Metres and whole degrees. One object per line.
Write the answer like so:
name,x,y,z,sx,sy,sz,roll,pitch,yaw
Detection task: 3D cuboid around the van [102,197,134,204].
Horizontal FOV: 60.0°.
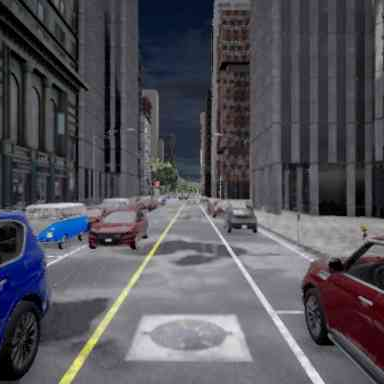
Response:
van,-5.771,1.398,25.134,1.690,1.788,3.998,0,0,0

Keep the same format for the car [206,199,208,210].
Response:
car,2.751,1.664,36.024,1.802,1.307,4.206,0,0,0

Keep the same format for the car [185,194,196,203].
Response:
car,-0.024,1.731,72.301,1.895,1.301,4.718,0,0,0

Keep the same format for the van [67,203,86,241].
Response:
van,-5.767,1.373,14.251,1.690,1.788,3.998,0,0,0

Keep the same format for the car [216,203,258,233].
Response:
car,2.756,1.595,19.701,2.008,1.369,4.403,0,0,0

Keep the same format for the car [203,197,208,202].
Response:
car,2.749,1.639,41.464,1.887,1.381,4.507,0,0,0

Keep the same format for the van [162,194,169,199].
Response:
van,-5.785,1.519,63.221,1.690,1.788,3.998,0,0,0

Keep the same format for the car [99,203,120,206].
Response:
car,-5.769,1.589,19.692,1.887,1.381,4.507,0,0,0

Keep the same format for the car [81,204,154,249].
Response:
car,-3.095,1.511,14.882,1.882,1.535,5.008,0,0,0

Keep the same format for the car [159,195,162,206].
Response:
car,-5.778,1.550,46.898,1.967,1.590,4.097,0,0,0

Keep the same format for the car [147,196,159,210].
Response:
car,-5.776,1.409,41.457,2.192,1.841,5.009,0,0,0

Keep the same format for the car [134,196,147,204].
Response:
car,-5.772,1.384,30.575,2.192,1.841,5.009,0,0,0

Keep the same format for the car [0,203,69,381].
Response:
car,-3.096,1.228,2.569,2.150,2.045,5.566,0,0,0

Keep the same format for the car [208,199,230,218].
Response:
car,2.753,1.510,30.583,1.967,1.590,4.097,0,0,0

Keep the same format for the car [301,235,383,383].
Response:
car,2.762,1.323,3.380,2.192,1.841,5.009,0,0,0

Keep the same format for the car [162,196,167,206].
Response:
car,-5.783,1.736,57.778,1.802,1.307,4.206,0,0,0

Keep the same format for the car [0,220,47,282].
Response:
car,-5.765,1.585,8.809,1.947,1.339,4.313,0,0,0

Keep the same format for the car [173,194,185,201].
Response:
car,-2.155,1.571,86.880,1.837,1.490,4.892,0,0,-36

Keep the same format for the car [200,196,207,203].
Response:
car,2.737,1.666,74.107,1.967,1.590,4.097,0,0,0
